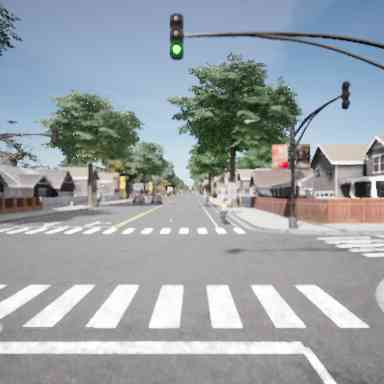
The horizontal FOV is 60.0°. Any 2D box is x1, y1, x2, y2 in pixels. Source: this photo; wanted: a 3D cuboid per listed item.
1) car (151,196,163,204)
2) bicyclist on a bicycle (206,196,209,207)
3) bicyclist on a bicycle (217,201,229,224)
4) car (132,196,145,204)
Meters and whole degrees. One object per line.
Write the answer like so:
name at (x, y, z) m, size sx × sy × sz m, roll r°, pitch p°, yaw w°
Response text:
car at (-6.511, 1.422, 61.388) m, size 2.128 × 1.511 × 4.902 m, roll 0°, pitch 0°, yaw 0°
bicyclist on a bicycle at (2.241, 1.403, 48.010) m, size 0.582 × 1.620 × 1.656 m, roll 0°, pitch 0°, yaw 0°
bicyclist on a bicycle at (2.225, 1.418, 23.356) m, size 0.866 × 1.612 × 1.509 m, roll 0°, pitch 0°, yaw 0°
car at (-9.761, 1.423, 61.387) m, size 2.128 × 1.511 × 4.902 m, roll 0°, pitch 0°, yaw 0°
